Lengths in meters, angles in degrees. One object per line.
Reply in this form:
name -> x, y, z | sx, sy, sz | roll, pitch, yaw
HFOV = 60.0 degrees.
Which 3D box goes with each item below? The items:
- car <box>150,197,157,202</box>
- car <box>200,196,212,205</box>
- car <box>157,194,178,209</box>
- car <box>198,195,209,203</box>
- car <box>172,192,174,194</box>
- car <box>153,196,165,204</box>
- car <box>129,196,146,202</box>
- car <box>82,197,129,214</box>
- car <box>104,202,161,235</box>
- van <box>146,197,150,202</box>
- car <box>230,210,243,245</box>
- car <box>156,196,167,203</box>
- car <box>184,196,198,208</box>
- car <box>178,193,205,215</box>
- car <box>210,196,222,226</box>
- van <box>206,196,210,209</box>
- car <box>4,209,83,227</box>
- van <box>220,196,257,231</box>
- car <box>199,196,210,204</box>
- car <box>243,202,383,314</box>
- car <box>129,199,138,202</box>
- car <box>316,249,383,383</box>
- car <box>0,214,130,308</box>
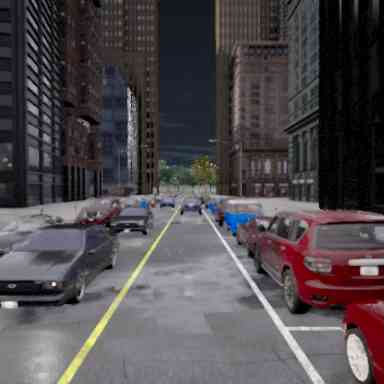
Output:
car -> -6.035, 1.372, 46.553 | 1.967, 1.590, 4.097 | -1, 0, 0
car -> 2.424, 1.454, 58.233 | 1.947, 1.339, 4.313 | -1, 0, 0
car -> -3.255, 1.417, 45.264 | 1.882, 1.535, 5.008 | 0, 0, 0
car -> 2.363, 1.412, 68.638 | 2.008, 1.369, 4.403 | -1, 0, 0
car -> -6.252, 1.394, 84.199 | 1.947, 1.339, 4.313 | -1, 0, 0
car -> -6.128, 1.441, 62.687 | 1.887, 1.381, 4.507 | -1, 0, 0
car -> -5.949, 1.400, 31.716 | 1.967, 1.590, 4.097 | -1, 0, 0
car -> -5.894, 1.292, 21.944 | 2.192, 1.841, 5.009 | -1, 0, 0
car -> -3.192, 1.524, 18.984 | 2.033, 1.411, 5.357 | 0, 0, 0
van -> -5.979, 1.292, 36.602 | 1.690, 1.788, 3.998 | -1, 0, 0
car -> 2.704, 1.555, 12.613 | 1.802, 1.307, 4.206 | -1, 0, 0
car -> -6.158, 1.463, 68.065 | 1.802, 1.307, 4.206 | -1, 0, 0
car -> -0.163, 1.397, 46.488 | 1.882, 1.535, 5.008 | 0, 0, 0
car -> -0.090, 1.295, 33.501 | 2.097, 1.767, 4.553 | 0, 0, -1
car -> 2.652, 1.272, 22.787 | 2.192, 1.841, 5.009 | -1, 0, 0
van -> 2.605, 1.280, 32.962 | 1.690, 1.788, 3.998 | -1, 0, 0
car -> -5.833, 1.544, 12.171 | 2.008, 1.369, 4.403 | -1, 0, 0
van -> 2.676, 1.306, 17.700 | 1.690, 1.788, 3.998 | -1, 0, 0
car -> 2.394, 1.441, 63.437 | 1.947, 1.339, 4.313 | -1, 0, 0
car -> 2.723, 1.296, 7.525 | 2.192, 1.841, 5.009 | -1, 0, 0
car -> -5.919, 1.513, 26.830 | 1.887, 1.381, 4.507 | -1, 0, 0
car -> 2.751, 1.534, 2.438 | 1.887, 1.381, 4.507 | -1, 0, 0
car -> -3.140, 1.540, 8.351 | 2.033, 1.411, 5.357 | 0, 0, 0
